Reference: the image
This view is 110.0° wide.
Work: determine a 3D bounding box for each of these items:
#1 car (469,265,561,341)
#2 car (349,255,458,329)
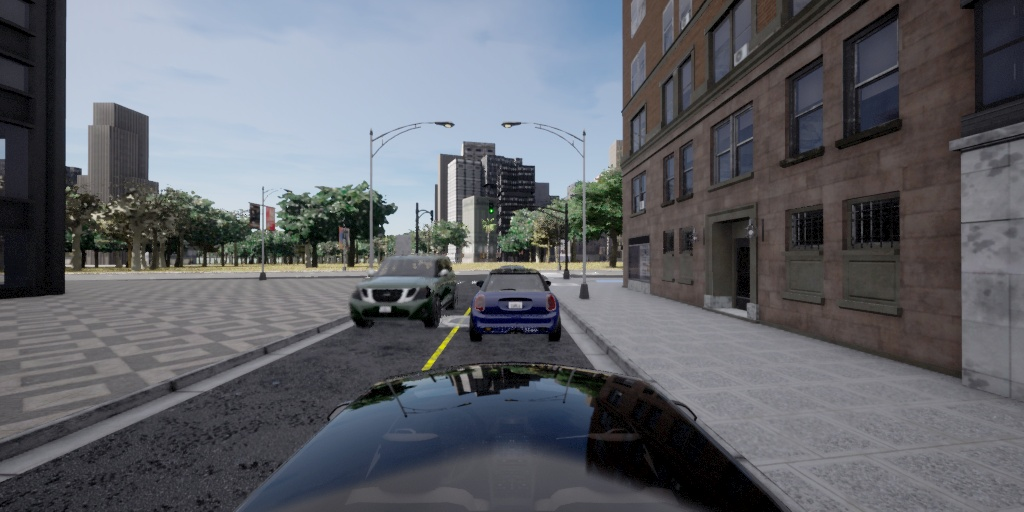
[{"bbox_3d":[0.057,1.103,10.021,2.097,1.767,4.553,0,0,-1],"label":"car"},{"bbox_3d":[-3.139,0.974,11.628,2.150,2.045,5.566,0,0,0],"label":"car"}]
